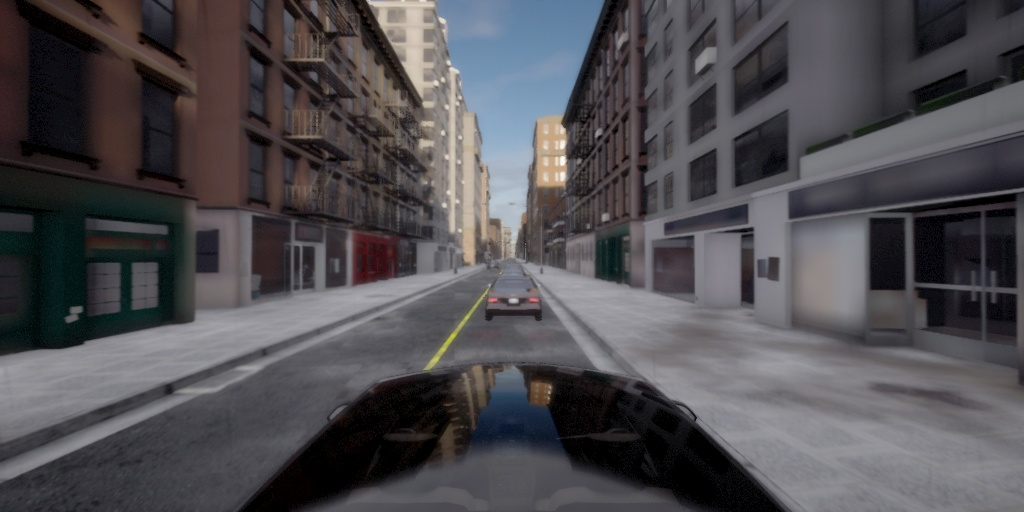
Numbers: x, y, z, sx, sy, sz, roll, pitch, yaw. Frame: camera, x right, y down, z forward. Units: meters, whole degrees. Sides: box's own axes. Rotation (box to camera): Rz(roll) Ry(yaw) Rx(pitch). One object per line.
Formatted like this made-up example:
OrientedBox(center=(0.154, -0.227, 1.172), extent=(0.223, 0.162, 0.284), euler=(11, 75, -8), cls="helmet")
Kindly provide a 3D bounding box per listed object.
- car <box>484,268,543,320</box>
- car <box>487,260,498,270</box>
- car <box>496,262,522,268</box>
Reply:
OrientedBox(center=(0.067, 1.328, 12.727), extent=(2.033, 1.411, 5.357), euler=(0, 0, 1), cls="car")
OrientedBox(center=(-2.943, 1.377, 56.448), extent=(2.128, 1.511, 4.902), euler=(0, 0, 0), cls="car")
OrientedBox(center=(0.101, 1.367, 27.717), extent=(2.033, 1.411, 5.357), euler=(0, 0, 1), cls="car")
